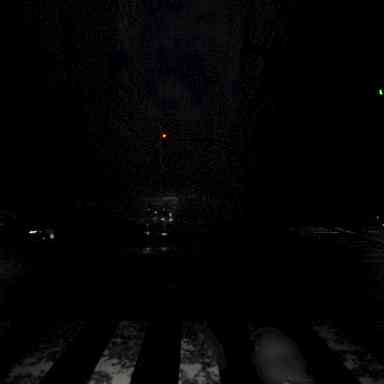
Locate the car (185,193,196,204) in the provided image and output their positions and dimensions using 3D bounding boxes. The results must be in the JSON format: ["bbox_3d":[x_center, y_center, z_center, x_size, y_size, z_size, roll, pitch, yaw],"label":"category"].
[{"bbox_3d":[-0.123,1.480,62.586,2.128,1.511,4.902,0,0,0],"label":"car"}]

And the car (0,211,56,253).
[{"bbox_3d":[-7.861,1.451,12.830,4.902,1.511,2.128,0,1,0],"label":"car"}]

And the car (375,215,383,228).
[{"bbox_3d":[13.487,1.652,19.613,4.718,1.301,1.895,0,1,0],"label":"car"}]

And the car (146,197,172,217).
[{"bbox_3d":[-3.222,1.518,31.607,1.812,1.442,4.674,0,0,-1],"label":"car"}]

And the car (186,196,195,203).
[{"bbox_3d":[-0.244,1.583,73.033,1.895,1.301,4.718,0,0,0],"label":"car"}]

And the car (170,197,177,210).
[{"bbox_3d":[-3.263,1.592,41.568,1.895,1.301,4.718,0,0,0],"label":"car"}]

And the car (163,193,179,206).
[{"bbox_3d":[-3.287,1.211,52.158,2.150,2.045,5.566,0,0,0],"label":"car"}]
